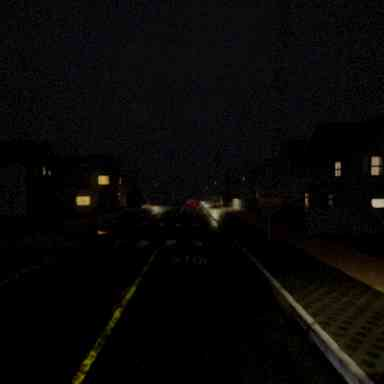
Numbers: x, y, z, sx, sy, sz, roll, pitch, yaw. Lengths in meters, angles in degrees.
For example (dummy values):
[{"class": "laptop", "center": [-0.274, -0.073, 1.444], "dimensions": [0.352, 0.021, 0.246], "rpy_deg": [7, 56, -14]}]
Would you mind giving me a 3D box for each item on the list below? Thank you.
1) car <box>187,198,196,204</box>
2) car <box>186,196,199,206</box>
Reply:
[{"class": "car", "center": [-0.008, 1.930, 71.931], "dimensions": [1.895, 1.301, 4.718], "rpy_deg": [0, 0, 0]}, {"class": "car", "center": [0.096, 1.595, 58.352], "dimensions": [2.097, 1.767, 4.553], "rpy_deg": [0, 0, 0]}]
